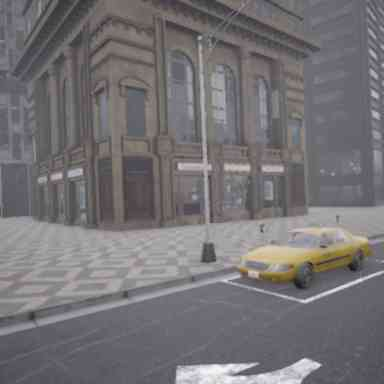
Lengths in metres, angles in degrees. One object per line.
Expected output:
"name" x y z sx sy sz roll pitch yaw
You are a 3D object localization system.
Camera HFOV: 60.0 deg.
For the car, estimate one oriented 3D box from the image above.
"car" 3.335 1.602 9.424 4.829 1.417 1.752 -1 -2 -39
